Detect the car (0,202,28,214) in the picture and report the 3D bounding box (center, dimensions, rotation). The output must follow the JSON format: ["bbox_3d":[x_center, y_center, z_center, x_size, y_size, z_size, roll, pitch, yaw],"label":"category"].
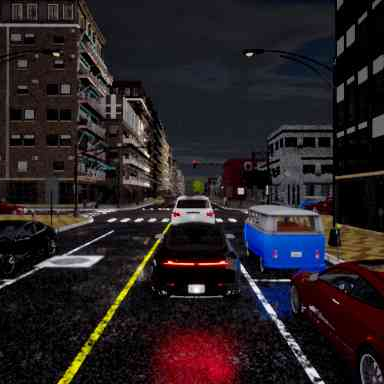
[{"bbox_3d":[-17.535,1.541,31.028,4.206,1.307,1.802,0,0,0],"label":"car"}]

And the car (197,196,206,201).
[{"bbox_3d":[2.496,1.662,88.284,2.008,1.369,4.403,0,0,0],"label":"car"}]

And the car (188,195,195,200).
[{"bbox_3d":[-0.204,1.604,91.881,1.895,1.301,4.718,0,0,0],"label":"car"}]

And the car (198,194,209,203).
[{"bbox_3d":[2.534,1.391,71.667,2.192,1.841,5.009,0,0,0],"label":"car"}]

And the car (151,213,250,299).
[{"bbox_3d":[0.079,1.508,8.444,1.837,1.490,4.892,0,0,0],"label":"car"}]

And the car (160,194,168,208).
[{"bbox_3d":[-3.211,1.393,50.116,2.097,1.767,4.553,0,0,0],"label":"car"}]

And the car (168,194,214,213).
[{"bbox_3d":[0.048,1.230,18.444,2.150,2.045,5.566,0,0,0],"label":"car"}]

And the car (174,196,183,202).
[{"bbox_3d":[-3.175,1.641,78.131,1.994,1.385,4.181,0,0,0],"label":"car"}]

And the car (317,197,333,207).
[{"bbox_3d":[14.853,1.366,31.181,5.009,1.841,2.192,0,0,0],"label":"car"}]

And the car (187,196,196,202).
[{"bbox_3d":[-0.182,1.636,81.432,2.033,1.411,5.357,0,0,0],"label":"car"}]

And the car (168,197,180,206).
[{"bbox_3d":[-3.208,1.656,59.059,1.895,1.301,4.718,0,0,0],"label":"car"}]

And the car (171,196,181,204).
[{"bbox_3d":[-3.166,1.595,68.115,1.812,1.442,4.674,0,0,0],"label":"car"}]

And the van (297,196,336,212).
[{"bbox_3d":[14.811,1.435,39.561,3.998,1.788,1.690,0,0,0],"label":"van"}]

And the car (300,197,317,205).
[{"bbox_3d":[14.857,1.558,36.967,5.008,1.535,1.882,0,0,0],"label":"car"}]

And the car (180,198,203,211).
[{"bbox_3d":[-0.156,1.588,43.980,2.033,1.411,5.357,0,0,-12],"label":"car"}]

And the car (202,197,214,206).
[{"bbox_3d":[2.570,1.574,55.219,1.752,1.417,4.829,0,0,0],"label":"car"}]

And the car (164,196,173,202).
[{"bbox_3d":[-5.873,1.650,82.725,2.008,1.369,4.403,0,0,0],"label":"car"}]

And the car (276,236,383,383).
[{"bbox_3d":[2.650,1.583,4.573,1.802,1.307,4.206,0,0,0],"label":"car"}]

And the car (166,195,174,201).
[{"bbox_3d":[-5.885,1.636,88.094,1.752,1.417,4.829,0,0,0],"label":"car"}]

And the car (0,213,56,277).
[{"bbox_3d":[-5.710,1.570,10.269,1.947,1.339,4.313,0,0,0],"label":"car"}]

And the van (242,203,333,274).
[{"bbox_3d":[2.638,1.345,10.262,1.690,1.788,3.998,0,0,0],"label":"van"}]

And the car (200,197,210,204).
[{"bbox_3d":[2.545,1.648,66.127,1.802,1.307,4.206,0,0,0],"label":"car"}]

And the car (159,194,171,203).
[{"bbox_3d":[-5.847,1.391,71.647,2.192,1.841,5.009,0,0,0],"label":"car"}]

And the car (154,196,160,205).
[{"bbox_3d":[-5.823,1.582,60.398,1.752,1.417,4.829,0,0,0],"label":"car"}]
